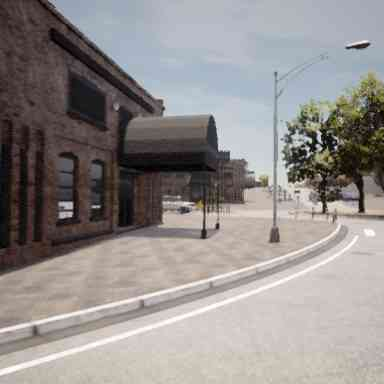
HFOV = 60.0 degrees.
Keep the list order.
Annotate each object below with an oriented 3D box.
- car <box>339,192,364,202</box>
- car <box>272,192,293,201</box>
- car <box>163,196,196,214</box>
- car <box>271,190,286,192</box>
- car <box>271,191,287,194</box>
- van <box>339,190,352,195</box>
[{"bbox_3d":[40.504,1.584,83.239,5.008,1.535,2.097,0,3,-7],"label":"car"},{"bbox_3d":[23.541,1.582,84.911,4.674,1.452,2.002,-2,3,-9],"label":"car"},{"bbox_3d":[-2.276,1.516,39.945,5.566,2.045,2.150,1,-1,13],"label":"car"},{"bbox_3d":[24.685,1.055,90.685,4.553,1.767,2.185,-2,4,-9],"label":"car"},{"bbox_3d":[24.127,1.390,87.809,4.792,1.488,2.163,-2,3,-9],"label":"car"},{"bbox_3d":[41.294,1.175,86.157,4.442,1.987,1.878,0,3,-7],"label":"van"}]
